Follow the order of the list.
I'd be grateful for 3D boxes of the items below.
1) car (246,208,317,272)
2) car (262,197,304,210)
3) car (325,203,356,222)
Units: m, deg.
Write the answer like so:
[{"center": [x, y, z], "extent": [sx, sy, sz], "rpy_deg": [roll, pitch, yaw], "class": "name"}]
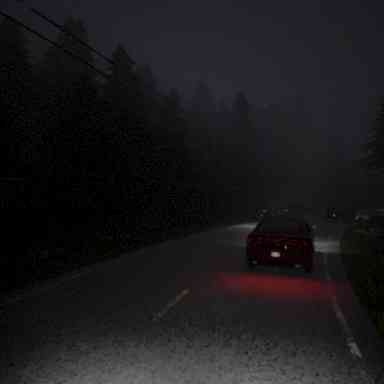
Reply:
[{"center": [3.163, 1.561, 11.402], "extent": [1.882, 1.535, 5.008], "rpy_deg": [0, 0, 21], "class": "car"}, {"center": [7.588, 1.420, 27.444], "extent": [2.150, 2.045, 5.566], "rpy_deg": [0, 0, 33], "class": "car"}, {"center": [13.247, 1.755, 29.503], "extent": [2.128, 1.511, 4.902], "rpy_deg": [0, 0, 36], "class": "car"}]
